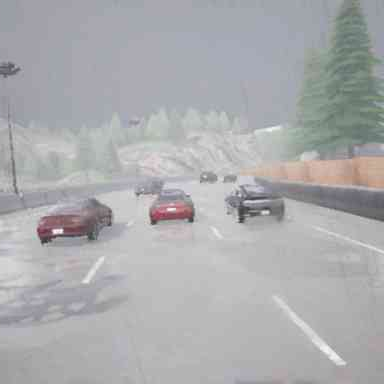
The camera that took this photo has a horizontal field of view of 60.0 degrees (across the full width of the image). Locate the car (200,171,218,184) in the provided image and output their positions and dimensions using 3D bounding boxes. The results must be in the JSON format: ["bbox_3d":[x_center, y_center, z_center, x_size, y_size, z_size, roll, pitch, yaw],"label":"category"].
[{"bbox_3d":[2.921,-2.559,57.635,2.150,2.045,5.566,-3,4,15],"label":"car"}]

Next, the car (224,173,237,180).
[{"bbox_3d":[6.616,-2.444,57.246,1.837,1.490,4.892,-3,4,15],"label":"car"}]

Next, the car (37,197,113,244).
[{"bbox_3d":[-4.307,0.927,12.699,1.812,1.442,4.674,-3,4,-2],"label":"car"}]

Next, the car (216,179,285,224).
[{"bbox_3d":[2.589,0.402,14.778,2.128,1.511,4.902,-3,4,-3],"label":"car"}]

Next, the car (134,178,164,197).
[{"bbox_3d":[-4.308,-0.325,33.114,2.033,1.411,5.357,-3,4,6],"label":"car"}]

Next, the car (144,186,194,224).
[{"bbox_3d":[-0.962,0.581,16.046,1.994,1.385,4.181,-3,4,-2],"label":"car"}]
